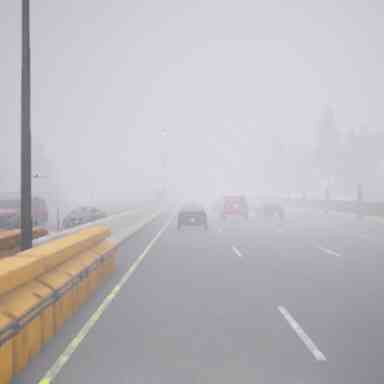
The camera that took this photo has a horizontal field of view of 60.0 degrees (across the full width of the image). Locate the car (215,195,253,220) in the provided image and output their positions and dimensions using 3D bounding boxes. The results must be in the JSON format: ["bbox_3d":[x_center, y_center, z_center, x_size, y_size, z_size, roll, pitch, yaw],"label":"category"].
[{"bbox_3d":[3.491,1.284,28.813,2.150,2.045,5.566,0,0,-1],"label":"car"}]

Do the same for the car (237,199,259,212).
[{"bbox_3d":[6.860,1.643,41.172,1.994,1.385,4.181,0,0,0],"label":"car"}]

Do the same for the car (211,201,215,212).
[{"bbox_3d":[3.361,1.659,40.672,1.994,1.385,4.181,0,0,0],"label":"car"}]

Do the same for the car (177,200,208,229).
[{"bbox_3d":[0.018,1.539,22.361,1.882,1.535,5.008,0,0,0],"label":"car"}]

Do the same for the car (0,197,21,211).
[{"bbox_3d":[-10.659,1.330,20.140,2.150,2.045,5.566,0,0,-1],"label":"car"}]

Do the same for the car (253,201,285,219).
[{"bbox_3d":[6.910,1.552,29.750,1.837,1.490,4.892,0,0,0],"label":"car"}]

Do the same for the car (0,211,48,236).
[{"bbox_3d":[-7.132,1.634,12.640,1.994,1.385,4.181,0,0,0],"label":"car"}]

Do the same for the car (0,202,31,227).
[{"bbox_3d":[-14.145,1.616,24.723,1.882,1.535,5.008,0,0,0],"label":"car"}]

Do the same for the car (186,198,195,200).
[{"bbox_3d":[-0.259,1.664,49.919,1.812,1.442,4.674,0,0,-3],"label":"car"}]
